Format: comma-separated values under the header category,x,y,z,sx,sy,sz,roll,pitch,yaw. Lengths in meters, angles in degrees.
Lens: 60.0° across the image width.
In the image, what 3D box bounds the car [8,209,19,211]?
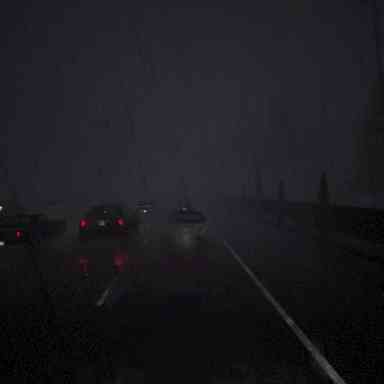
category,x,y,z,sx,sy,sz,roll,pitch,yaw
car,-18.490,1.501,32.768,2.097,1.767,4.553,-1,0,-2

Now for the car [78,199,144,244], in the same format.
category,x,y,z,sx,sy,sz,roll,pitch,yaw
car,-3.804,1.342,15.954,2.097,1.767,4.553,-1,0,-1

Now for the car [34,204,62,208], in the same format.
category,x,y,z,sx,sy,sz,roll,pitch,yaw
car,-15.038,1.563,34.597,1.882,1.535,5.008,-1,0,-2

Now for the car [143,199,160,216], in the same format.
category,x,y,z,sx,sy,sz,roll,pitch,yaw
car,-4.244,1.431,31.945,1.837,1.490,4.892,-1,0,-1

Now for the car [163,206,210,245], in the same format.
category,x,y,z,sx,sy,sz,roll,pitch,yaw
car,-0.281,1.537,15.326,1.895,1.301,4.718,-1,0,-1

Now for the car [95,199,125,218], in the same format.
category,x,y,z,sx,sy,sz,roll,pitch,yaw
car,-7.742,1.487,31.863,1.837,1.490,4.892,-1,0,-1

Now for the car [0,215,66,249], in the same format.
category,x,y,z,sx,sy,sz,roll,pitch,yaw
car,-7.270,1.650,14.839,1.895,1.301,4.718,-1,0,-1

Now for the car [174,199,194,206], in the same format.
category,x,y,z,sx,sy,sz,roll,pitch,yaw
car,-0.782,1.391,33.046,1.812,1.442,4.674,-1,0,-2
